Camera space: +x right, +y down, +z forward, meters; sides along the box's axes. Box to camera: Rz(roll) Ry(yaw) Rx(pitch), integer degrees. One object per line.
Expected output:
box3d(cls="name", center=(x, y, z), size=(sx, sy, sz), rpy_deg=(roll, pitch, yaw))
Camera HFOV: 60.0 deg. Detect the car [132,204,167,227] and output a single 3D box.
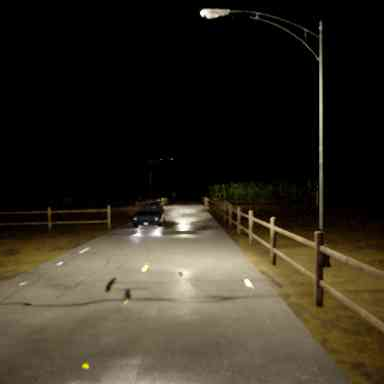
box3d(cls="car", center=(-2.787, 1.555, 22.929), size=(2.033, 1.411, 5.357), rpy_deg=(0, 0, 1))
